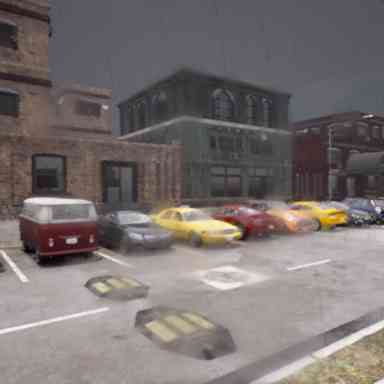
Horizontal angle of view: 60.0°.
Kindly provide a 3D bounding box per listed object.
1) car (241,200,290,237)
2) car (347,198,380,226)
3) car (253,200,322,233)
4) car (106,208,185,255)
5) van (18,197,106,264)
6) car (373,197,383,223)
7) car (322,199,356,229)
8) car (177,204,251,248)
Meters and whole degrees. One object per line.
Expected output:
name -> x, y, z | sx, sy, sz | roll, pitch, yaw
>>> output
car -> 2.018, 1.377, 16.452 | 2.097, 1.535, 5.008 | 0, 0, -35
car -> 8.803, 1.327, 21.296 | 2.231, 1.521, 4.892 | 0, 0, -35
car -> 4.260, 1.234, 18.093 | 2.185, 1.767, 4.553 | 0, 0, -35
car -> -2.515, 1.452, 13.234 | 2.002, 1.452, 4.674 | 0, 0, -35
van -> -4.847, 1.203, 11.715 | 1.878, 1.987, 4.442 | 0, 0, -35
car -> 11.087, 1.185, 22.876 | 2.185, 1.767, 4.553 | 0, 0, -35
car -> 6.547, 1.343, 19.677 | 2.097, 1.535, 5.008 | 0, 0, -35
car -> -0.142, 1.391, 14.693 | 1.946, 1.575, 5.366 | 0, 0, -35
